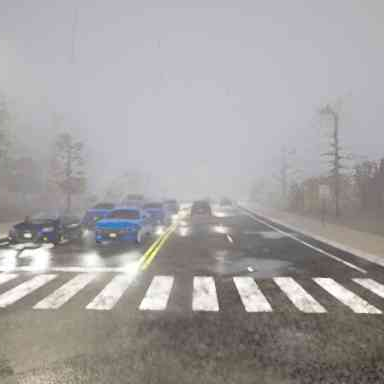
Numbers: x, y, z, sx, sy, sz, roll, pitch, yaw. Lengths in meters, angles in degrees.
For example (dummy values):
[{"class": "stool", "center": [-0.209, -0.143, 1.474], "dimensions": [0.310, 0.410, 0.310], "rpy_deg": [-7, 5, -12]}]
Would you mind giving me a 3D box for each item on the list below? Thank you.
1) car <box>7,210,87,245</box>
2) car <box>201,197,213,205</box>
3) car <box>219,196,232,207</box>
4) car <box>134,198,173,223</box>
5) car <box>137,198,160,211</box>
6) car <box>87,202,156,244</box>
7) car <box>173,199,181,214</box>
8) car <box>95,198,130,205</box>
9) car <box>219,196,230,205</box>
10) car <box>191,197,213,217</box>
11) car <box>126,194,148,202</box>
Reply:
[{"class": "car", "center": [-6.374, 1.517, 15.025], "dimensions": [1.994, 1.385, 4.181], "rpy_deg": [0, 0, 2]}, {"class": "car", "center": [2.635, 1.564, 58.767], "dimensions": [1.994, 1.385, 4.181], "rpy_deg": [0, 0, 5]}, {"class": "car", "center": [5.264, 1.633, 51.552], "dimensions": [1.895, 1.301, 4.718], "rpy_deg": [0, 0, 5]}, {"class": "car", "center": [-2.818, 1.465, 25.331], "dimensions": [1.882, 1.535, 5.008], "rpy_deg": [0, 0, 2]}, {"class": "car", "center": [-5.277, 1.528, 41.178], "dimensions": [1.994, 1.385, 4.181], "rpy_deg": [0, 0, 4]}, {"class": "car", "center": [-3.117, 1.458, 15.846], "dimensions": [1.882, 1.535, 5.008], "rpy_deg": [0, 0, 2]}, {"class": "car", "center": [-2.318, 1.468, 35.578], "dimensions": [1.882, 1.535, 5.008], "rpy_deg": [0, 0, 3]}, {"class": "car", "center": [-6.122, 1.438, 23.916], "dimensions": [1.882, 1.535, 5.008], "rpy_deg": [0, 0, 2]}, {"class": "car", "center": [6.043, 1.524, 61.671], "dimensions": [1.837, 1.490, 4.892], "rpy_deg": [0, 0, 5]}, {"class": "car", "center": [0.904, 1.494, 32.209], "dimensions": [1.882, 1.535, 5.008], "rpy_deg": [0, 0, 3]}, {"class": "car", "center": [-5.667, 1.186, 33.816], "dimensions": [2.150, 2.045, 5.566], "rpy_deg": [0, 0, 3]}]
